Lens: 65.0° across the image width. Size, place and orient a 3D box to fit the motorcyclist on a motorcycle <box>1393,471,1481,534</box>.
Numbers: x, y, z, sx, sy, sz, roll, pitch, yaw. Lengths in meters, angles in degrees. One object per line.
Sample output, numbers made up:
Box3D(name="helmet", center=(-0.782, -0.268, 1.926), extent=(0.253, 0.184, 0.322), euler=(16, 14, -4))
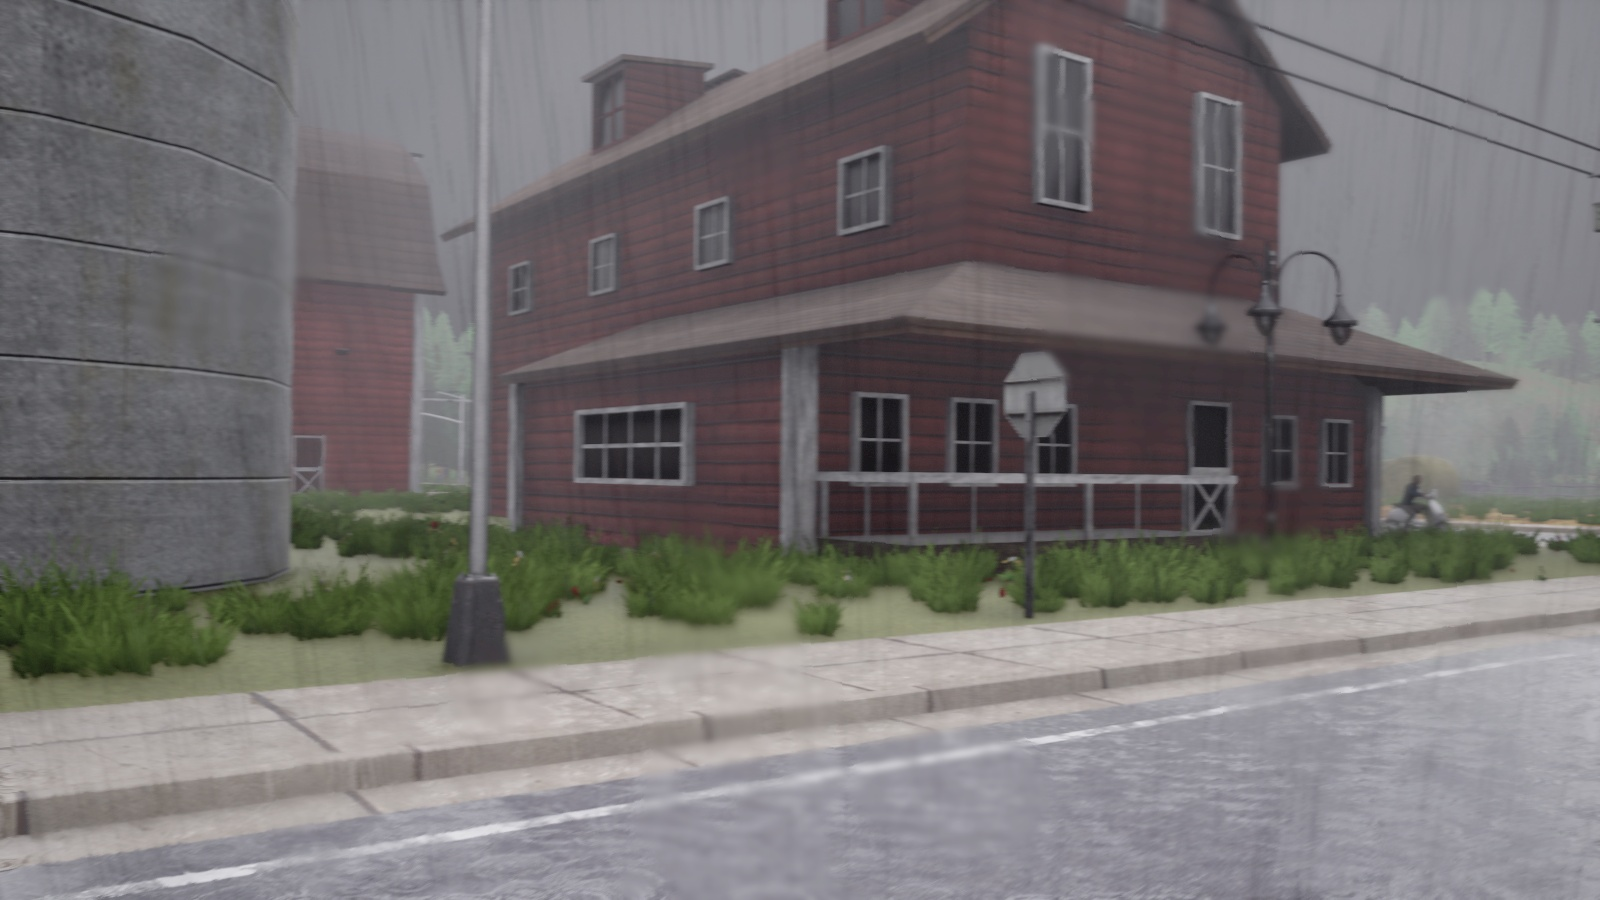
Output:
Box3D(name="motorcyclist on a motorcycle", center=(16.427, 1.333, 32.400), extent=(0.866, 1.590, 1.817), euler=(1, -1, -35))
